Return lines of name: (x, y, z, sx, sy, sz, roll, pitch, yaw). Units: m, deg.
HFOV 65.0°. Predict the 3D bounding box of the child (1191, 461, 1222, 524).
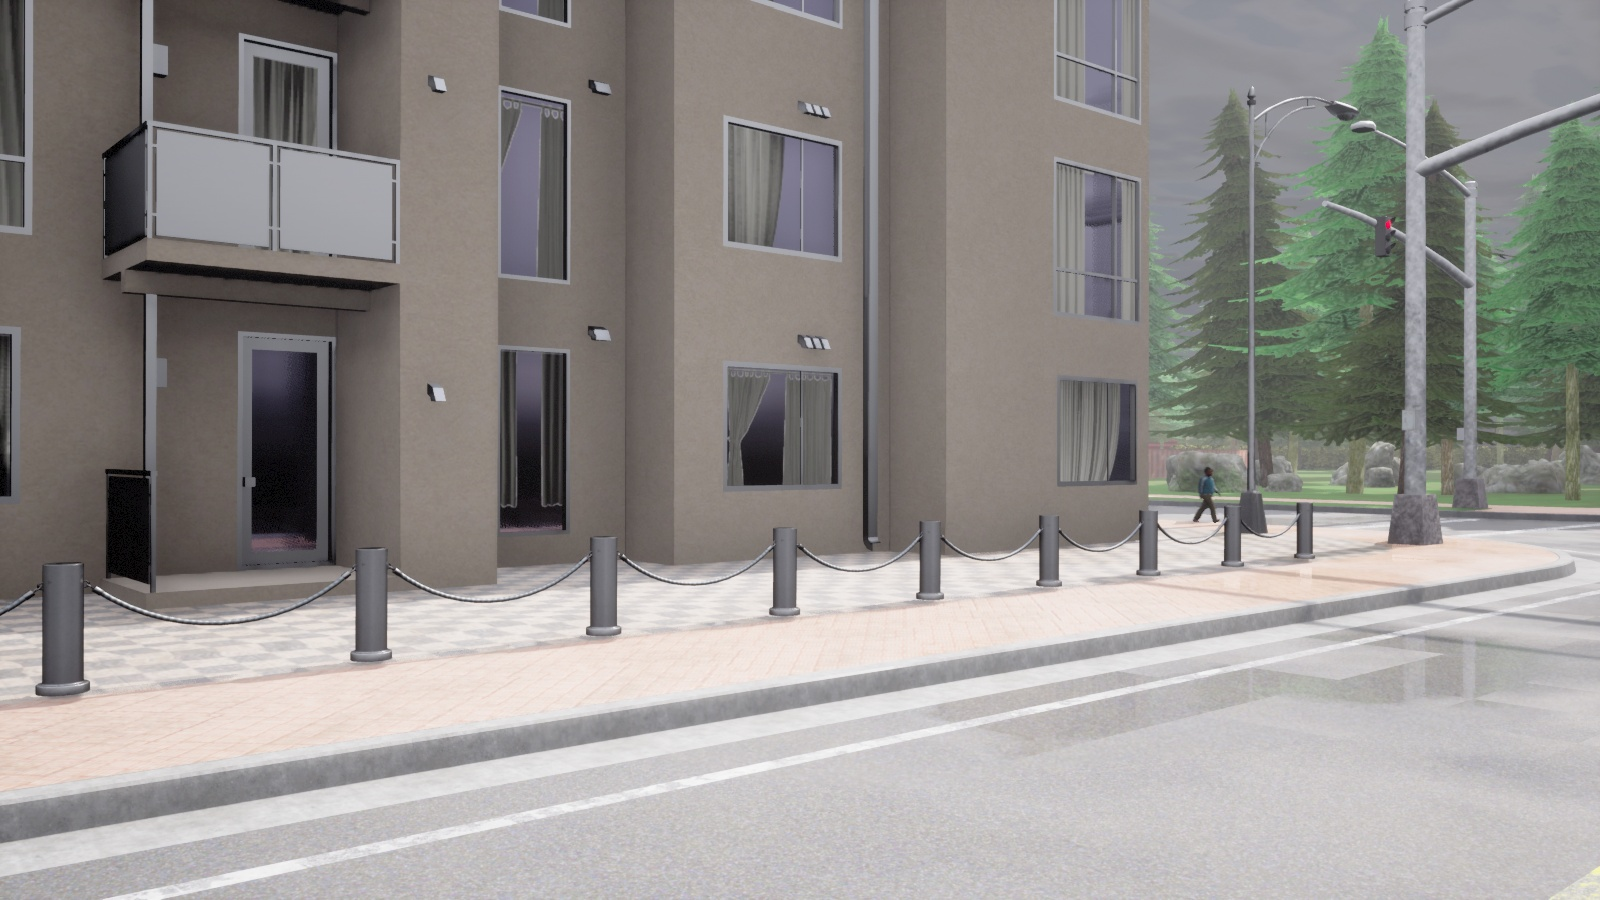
child: (7.817, 0.813, 24.167, 0.343, 1.192, 0.448, 0, 0, -43)
